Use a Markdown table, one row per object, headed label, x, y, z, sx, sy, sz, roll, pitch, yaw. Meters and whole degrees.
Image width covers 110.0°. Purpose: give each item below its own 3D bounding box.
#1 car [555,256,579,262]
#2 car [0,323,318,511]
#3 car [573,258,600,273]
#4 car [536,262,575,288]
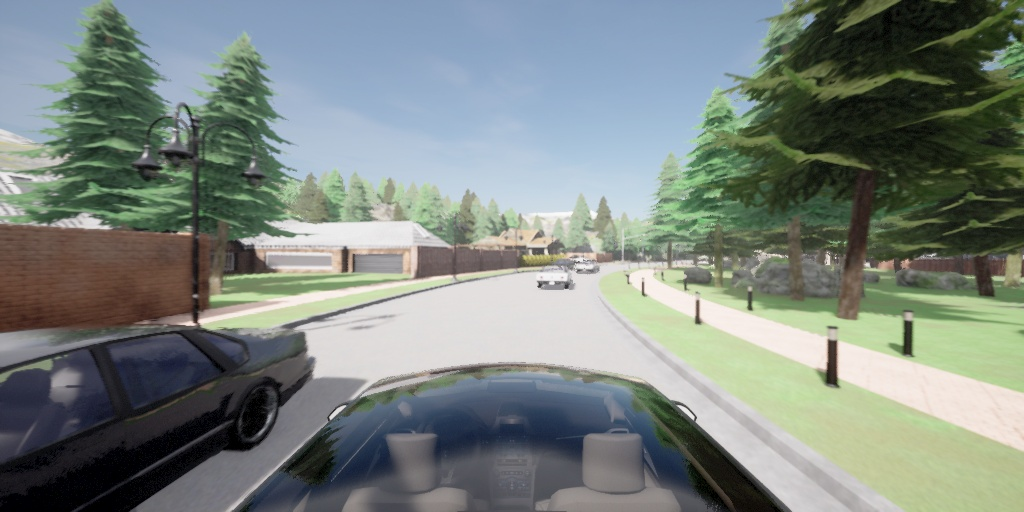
| label | x | y | z | sx | sy | sz | roll | pitch | yaw |
| --- | --- | --- | --- | --- | --- | --- | --- | --- | --- |
| car | 6.201 | 1.078 | 43.478 | 1.837 | 1.490 | 4.892 | 0 | 0 | 26 |
| car | -3.525 | 1.274 | 2.399 | 2.033 | 1.411 | 5.357 | 0 | 0 | 1 |
| car | 8.480 | 1.205 | 39.664 | 1.895 | 1.301 | 4.718 | 0 | 0 | 23 |
| car | 2.772 | 1.260 | 22.700 | 1.895 | 1.301 | 4.718 | 0 | 0 | 13 |
